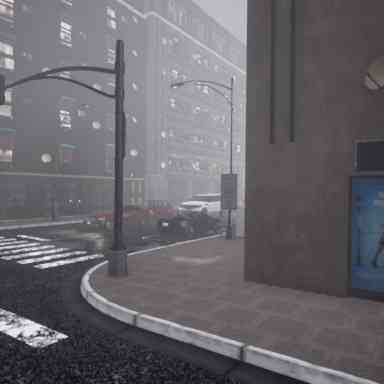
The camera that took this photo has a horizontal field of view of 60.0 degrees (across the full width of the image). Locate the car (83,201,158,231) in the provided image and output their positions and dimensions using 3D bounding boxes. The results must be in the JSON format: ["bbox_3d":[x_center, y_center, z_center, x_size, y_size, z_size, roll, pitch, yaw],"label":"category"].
[{"bbox_3d":[-4.530,1.487,20.820,1.812,1.442,4.674,1,1,35],"label":"car"}]

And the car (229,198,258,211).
[{"bbox_3d":[6.302,1.483,40.556,1.802,1.307,4.206,1,1,35],"label":"car"}]

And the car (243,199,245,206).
[{"bbox_3d":[7.017,1.289,37.261,2.097,1.767,4.553,1,1,35],"label":"car"}]

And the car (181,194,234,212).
[{"bbox_3d":[1.144,1.171,28.905,2.150,2.045,5.566,1,1,35],"label":"car"}]

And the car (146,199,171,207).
[{"bbox_3d":[-3.322,1.362,26.830,1.967,1.590,4.097,1,1,35],"label":"car"}]

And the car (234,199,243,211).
[{"bbox_3d":[3.096,1.223,35.979,2.192,1.841,5.009,1,1,35],"label":"car"}]

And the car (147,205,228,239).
[{"bbox_3d":[-0.081,1.599,17.733,1.947,1.339,4.313,1,1,35],"label":"car"}]
